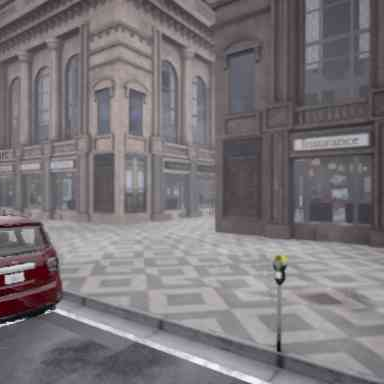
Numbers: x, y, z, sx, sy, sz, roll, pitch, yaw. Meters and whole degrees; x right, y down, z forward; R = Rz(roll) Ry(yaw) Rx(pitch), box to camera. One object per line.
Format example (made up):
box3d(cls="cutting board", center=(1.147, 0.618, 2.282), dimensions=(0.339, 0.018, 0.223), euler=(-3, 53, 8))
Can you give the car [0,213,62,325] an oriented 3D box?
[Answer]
box3d(cls="car", center=(-4.472, 1.316, 6.151), dimensions=(5.009, 1.841, 2.192), euler=(0, 0, 36))
